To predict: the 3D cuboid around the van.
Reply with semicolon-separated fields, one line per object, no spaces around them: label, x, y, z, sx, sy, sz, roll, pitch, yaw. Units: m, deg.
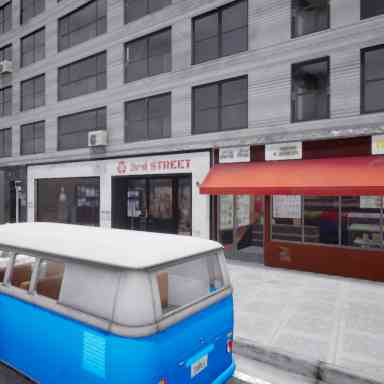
van;-1.434;1.341;4.110;3.998;1.788;1.690;0;0;36
